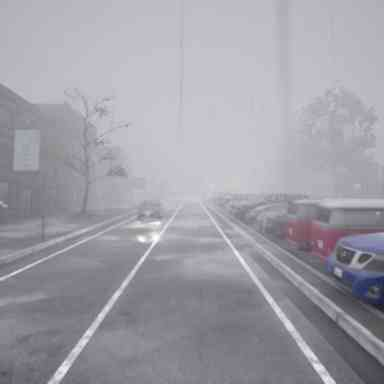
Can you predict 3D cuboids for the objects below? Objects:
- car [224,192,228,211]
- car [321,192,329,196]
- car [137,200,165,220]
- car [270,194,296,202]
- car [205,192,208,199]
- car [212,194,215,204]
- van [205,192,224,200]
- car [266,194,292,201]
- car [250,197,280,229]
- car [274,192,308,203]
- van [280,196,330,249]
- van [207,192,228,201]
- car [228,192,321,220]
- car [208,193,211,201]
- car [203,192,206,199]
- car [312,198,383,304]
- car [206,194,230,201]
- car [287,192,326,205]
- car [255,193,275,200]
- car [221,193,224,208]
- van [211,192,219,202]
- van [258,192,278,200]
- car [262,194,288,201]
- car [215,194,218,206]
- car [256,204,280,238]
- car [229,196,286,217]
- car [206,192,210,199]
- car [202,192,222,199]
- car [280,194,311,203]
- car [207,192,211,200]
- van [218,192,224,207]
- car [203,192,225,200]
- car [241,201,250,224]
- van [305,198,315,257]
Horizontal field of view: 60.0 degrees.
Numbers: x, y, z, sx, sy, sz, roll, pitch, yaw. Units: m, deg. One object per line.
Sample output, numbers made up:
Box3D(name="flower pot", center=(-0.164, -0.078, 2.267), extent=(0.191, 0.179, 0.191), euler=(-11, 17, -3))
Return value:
Box3D(name="car", center=(5.626, 1.141, 26.226), extent=(5.566, 2.045, 2.435), euler=(0, 0, 0))
Box3D(name="car", center=(18.659, 1.013, 51.844), extent=(5.566, 2.045, 2.435), euler=(0, 0, 0))
Box3D(name="car", center=(-3.263, 1.404, 26.968), extent=(2.128, 1.511, 4.902), euler=(0, 0, 0))
Box3D(name="car", center=(18.628, 1.238, 68.430), extent=(4.792, 1.488, 2.163), euler=(0, 0, 0))
Box3D(name="car", center=(5.578, 1.215, 65.465), extent=(4.892, 1.521, 2.231), euler=(0, 0, 0))
Box3D(name="car", center=(5.589, 1.324, 45.850), extent=(4.792, 1.488, 2.163), euler=(0, 0, 0))
Box3D(name="van", center=(5.444, 0.964, 79.486), extent=(4.442, 1.987, 1.878), euler=(0, 0, 0))
Box3D(name="car", center=(18.646, 1.204, 71.215), extent=(5.008, 1.535, 2.097), euler=(0, 0, 0))
Box3D(name="car", center=(5.701, 1.308, 17.817), extent=(4.553, 1.767, 2.185), euler=(0, 0, 0))
Box3D(name="car", center=(18.639, 0.969, 62.861), extent=(5.566, 2.045, 2.435), euler=(0, 0, 0))
Box3D(name="van", center=(5.797, 1.236, 12.210), extent=(4.442, 1.987, 1.878), euler=(0, 0, 0))
Box3D(name="van", center=(5.684, 0.974, 73.879), extent=(4.442, 1.987, 1.878), euler=(0, 0, 0))
Box3D(name="car", center=(5.631, 1.154, 23.423), extent=(5.566, 2.045, 2.435), euler=(0, 0, 0))
Box3D(name="car", center=(5.789, 1.250, 54.260), extent=(5.366, 1.575, 1.946), euler=(0, 0, 0))
Box3D(name="car", center=(5.606, 0.958, 68.272), extent=(5.566, 2.045, 2.435), euler=(0, 0, 0))
Box3D(name="car", center=(5.662, 1.238, 6.602), extent=(5.566, 2.045, 2.435), euler=(0, 0, 0))
Box3D(name="car", center=(5.567, 1.204, 71.076), extent=(5.008, 1.535, 2.097), euler=(0, 0, 0))
Box3D(name="car", center=(18.653, 1.000, 54.506), extent=(5.566, 2.045, 2.435), euler=(0, 0, 0))
Box3D(name="car", center=(18.603, 1.057, 85.139), extent=(4.553, 1.767, 2.185), euler=(0, 0, 0))
Box3D(name="car", center=(5.670, 1.225, 34.636), extent=(4.553, 1.767, 2.185), euler=(0, 0, 0))
Box3D(name="van", center=(5.497, 1.055, 48.652), extent=(4.442, 1.987, 1.878), euler=(0, 0, 0))
Box3D(name="van", center=(18.753, 0.958, 82.359), extent=(4.442, 1.987, 1.878), euler=(0, 0, 0))
Box3D(name="car", center=(18.462, 1.196, 74.001), extent=(5.366, 1.575, 1.946), euler=(0, 0, 0))
Box3D(name="car", center=(5.623, 1.322, 40.243), extent=(5.008, 1.535, 2.097), euler=(0, 0, 0))
Box3D(name="car", center=(5.668, 1.449, 15.014), extent=(4.892, 1.521, 2.231), euler=(0, 0, 0))
Box3D(name="car", center=(5.618, 1.252, 29.030), extent=(4.553, 1.767, 2.185), euler=(0, 0, 0))
Box3D(name="car", center=(5.559, 1.251, 62.667), extent=(4.792, 1.488, 2.163), euler=(0, 0, 0))
Box3D(name="car", center=(5.581, 0.942, 93.501), extent=(5.566, 2.045, 2.435), euler=(0, 0, 0))
Box3D(name="car", center=(18.667, 1.229, 60.075), extent=(5.008, 1.535, 2.097), euler=(0, 0, 0))
Box3D(name="car", center=(5.593, 1.240, 57.059), extent=(5.008, 1.535, 2.097), euler=(0, 0, 0))
Box3D(name="van", center=(5.517, 1.110, 37.439), extent=(4.442, 1.987, 1.878), euler=(0, 0, 0))
Box3D(name="car", center=(5.583, 0.932, 85.091), extent=(5.566, 2.045, 2.435), euler=(0, 0, 0))
Box3D(name="car", center=(5.662, 1.460, 20.621), extent=(4.674, 1.452, 2.002), euler=(0, 0, 0))
Box3D(name="van", center=(5.802, 1.250, 9.407), extent=(4.442, 1.987, 1.878), euler=(0, 0, 0))
